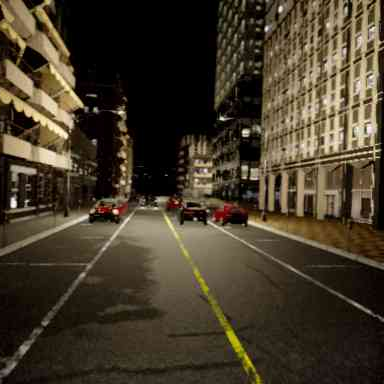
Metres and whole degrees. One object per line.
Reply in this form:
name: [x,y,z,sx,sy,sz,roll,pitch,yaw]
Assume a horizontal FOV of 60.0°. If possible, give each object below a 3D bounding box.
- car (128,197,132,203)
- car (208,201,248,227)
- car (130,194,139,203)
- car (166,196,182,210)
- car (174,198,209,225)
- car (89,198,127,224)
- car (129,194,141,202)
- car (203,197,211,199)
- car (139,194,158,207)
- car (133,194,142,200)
car: [-6.362,1.324,27.989,1.802,1.307,4.206,2,0,-7]
car: [2.639,1.603,23.401,1.887,1.381,4.507,2,0,-7]
car: [-9.795,1.146,56.022,2.008,1.369,4.403,2,0,-7]
car: [-1.981,1.231,39.464,2.097,1.767,4.553,2,0,-6]
car: [-0.049,1.470,23.706,1.837,1.490,4.892,2,0,-6]
car: [-5.670,1.213,22.382,1.967,1.590,4.097,2,0,-7]
car: [-10.481,1.118,61.628,2.008,1.369,4.403,2,0,-7]
car: [1.265,1.548,34.615,2.008,1.369,4.403,2,0,-7]
car: [-5.717,1.097,44.911,2.097,1.767,4.553,2,0,-7]
car: [-12.102,1.083,74.443,1.802,1.307,4.206,2,0,-7]
